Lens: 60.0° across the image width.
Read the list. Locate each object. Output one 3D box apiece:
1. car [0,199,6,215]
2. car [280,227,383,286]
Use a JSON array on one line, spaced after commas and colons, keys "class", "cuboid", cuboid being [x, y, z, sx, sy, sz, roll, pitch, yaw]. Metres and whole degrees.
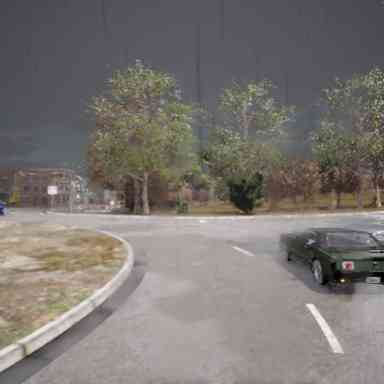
[{"class": "car", "cuboid": [-19.490, 1.425, 32.725, 1.882, 1.535, 5.008, 0, 0, -27]}, {"class": "car", "cuboid": [3.997, 1.665, 9.578, 1.895, 1.301, 4.718, 0, 0, 0]}]
